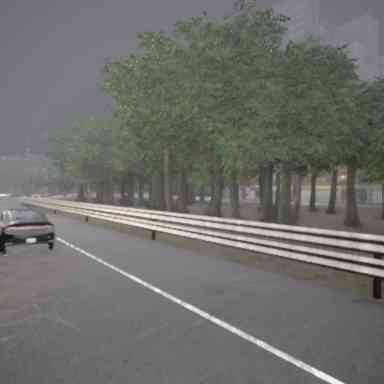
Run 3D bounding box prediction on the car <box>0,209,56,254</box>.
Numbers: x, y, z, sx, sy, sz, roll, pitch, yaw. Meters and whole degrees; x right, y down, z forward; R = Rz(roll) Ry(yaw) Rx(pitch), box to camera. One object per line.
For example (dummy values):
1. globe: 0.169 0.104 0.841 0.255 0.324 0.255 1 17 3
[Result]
1. car: -6.845 1.426 13.359 2.128 1.511 4.902 1 0 -34
